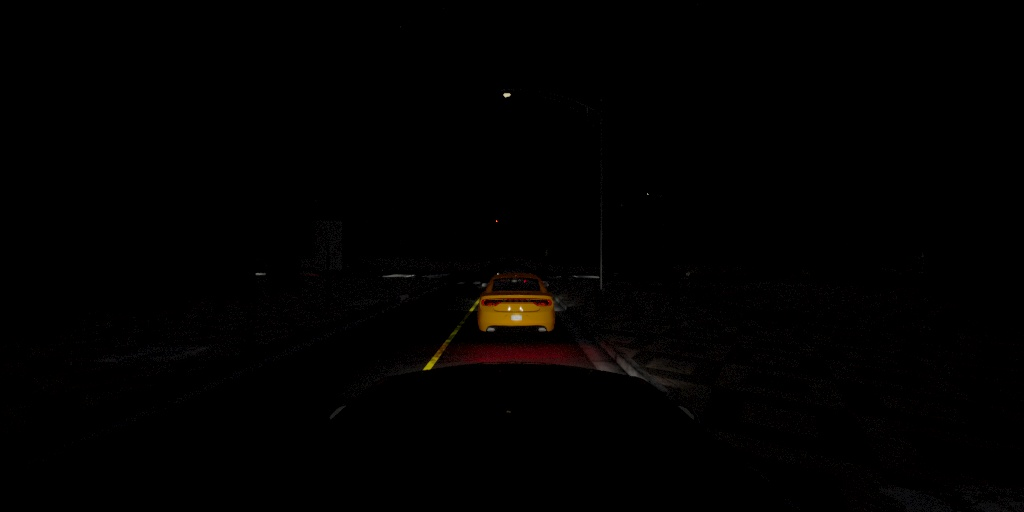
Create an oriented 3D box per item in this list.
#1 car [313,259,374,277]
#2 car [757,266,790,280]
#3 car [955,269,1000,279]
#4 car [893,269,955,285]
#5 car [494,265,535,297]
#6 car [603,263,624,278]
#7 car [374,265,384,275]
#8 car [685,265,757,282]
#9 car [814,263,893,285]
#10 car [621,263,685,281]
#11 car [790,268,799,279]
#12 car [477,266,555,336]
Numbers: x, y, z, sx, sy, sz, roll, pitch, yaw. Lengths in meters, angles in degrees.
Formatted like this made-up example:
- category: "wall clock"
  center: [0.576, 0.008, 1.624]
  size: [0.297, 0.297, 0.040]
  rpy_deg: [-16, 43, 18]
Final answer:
- category: "car"
  center: [-14.762, 1.114, 30.957]
  size: [4.403, 1.370, 2.007]
  rpy_deg: [0, 0, 0]
- category: "car"
  center: [25.249, 1.758, 36.879]
  size: [4.718, 1.301, 1.895]
  rpy_deg: [1, 0, 0]
- category: "car"
  center: [40.369, 1.993, 31.009]
  size: [4.207, 1.307, 1.802]
  rpy_deg: [0, 0, 0]
- category: "car"
  center: [34.719, 1.862, 31.014]
  size: [4.507, 1.381, 1.888]
  rpy_deg: [0, 0, 0]
- category: "car"
  center: [0.113, 1.296, 20.306]
  size: [2.033, 1.411, 5.357]
  rpy_deg: [0, 0, 0]
- category: "car"
  center: [11.905, 1.453, 36.890]
  size: [4.892, 1.490, 1.837]
  rpy_deg: [1, 0, 0]
- category: "car"
  center: [-14.582, 1.069, 33.701]
  size: [4.892, 1.490, 1.837]
  rpy_deg: [1, 0, -1]
- category: "car"
  center: [17.958, 1.569, 31.027]
  size: [4.829, 1.417, 1.751]
  rpy_deg: [0, 0, 0]
- category: "car"
  center: [29.075, 1.538, 31.018]
  size: [5.009, 1.841, 2.192]
  rpy_deg: [0, 0, 0]
- category: "car"
  center: [12.146, 1.522, 31.032]
  size: [4.313, 1.339, 1.948]
  rpy_deg: [0, 0, 0]
- category: "car"
  center: [29.090, 1.763, 39.544]
  size: [4.507, 1.381, 1.888]
  rpy_deg: [0, 0, 0]
- category: "car"
  center: [0.104, 1.227, 10.479]
  size: [1.882, 1.535, 5.008]
  rpy_deg: [0, 0, 0]
